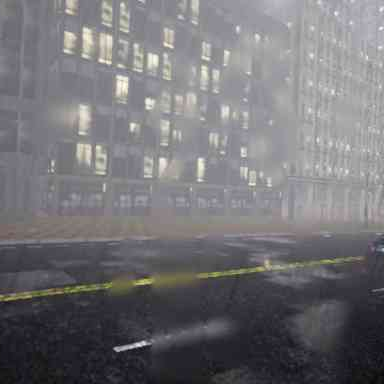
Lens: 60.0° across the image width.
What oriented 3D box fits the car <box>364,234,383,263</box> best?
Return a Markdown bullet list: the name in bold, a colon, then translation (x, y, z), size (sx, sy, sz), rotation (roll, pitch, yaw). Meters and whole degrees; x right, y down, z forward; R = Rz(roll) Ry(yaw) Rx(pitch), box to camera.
- **car**: translation (8.907, 2.266, 13.564), size (4.181, 1.385, 1.994), rotation (4, -1, -35)
